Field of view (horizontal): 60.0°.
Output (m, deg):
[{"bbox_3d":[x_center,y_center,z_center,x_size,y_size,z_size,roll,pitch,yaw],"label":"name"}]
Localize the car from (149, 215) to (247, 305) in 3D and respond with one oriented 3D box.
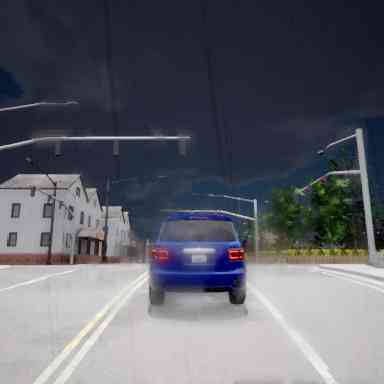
[{"bbox_3d":[0.087,1.762,9.321,2.150,2.045,5.566,0,-7,-1],"label":"car"}]
